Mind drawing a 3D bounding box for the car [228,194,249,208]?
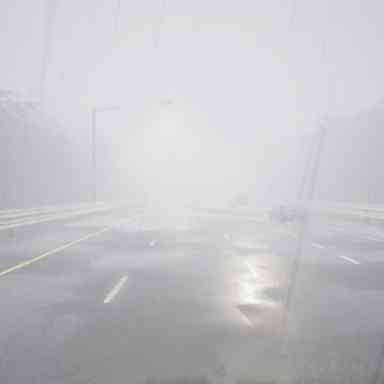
[{"bbox_3d":[7.109,1.289,49.960,2.150,2.045,5.566,0,0,0],"label":"car"}]

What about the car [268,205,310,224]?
[{"bbox_3d":[7.022,1.622,24.633,1.895,1.301,4.718,0,0,0],"label":"car"}]
